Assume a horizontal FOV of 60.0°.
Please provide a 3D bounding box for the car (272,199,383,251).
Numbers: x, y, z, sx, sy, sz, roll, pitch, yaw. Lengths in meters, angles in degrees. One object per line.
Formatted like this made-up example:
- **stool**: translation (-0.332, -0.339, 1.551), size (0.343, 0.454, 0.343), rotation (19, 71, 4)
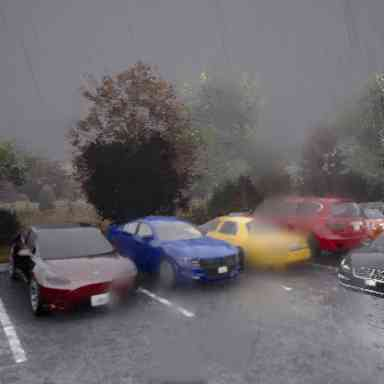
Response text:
- **car**: translation (6.068, 1.351, 14.350), size (2.185, 1.767, 4.553), rotation (0, 0, -35)

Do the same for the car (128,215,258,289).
- **car**: translation (-0.754, 1.479, 9.529), size (2.097, 1.535, 5.008), rotation (0, 0, -36)

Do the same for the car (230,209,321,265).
- **car**: translation (1.307, 1.476, 11.220), size (1.946, 1.575, 5.366), rotation (0, 0, -36)

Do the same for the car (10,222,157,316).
- **car**: translation (-3.002, 1.509, 7.882), size (2.163, 1.488, 4.792), rotation (0, 0, -35)

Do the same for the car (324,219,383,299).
- **car**: translation (5.398, 1.506, 7.747), size (4.892, 1.490, 1.837), rotation (1, 0, -35)
